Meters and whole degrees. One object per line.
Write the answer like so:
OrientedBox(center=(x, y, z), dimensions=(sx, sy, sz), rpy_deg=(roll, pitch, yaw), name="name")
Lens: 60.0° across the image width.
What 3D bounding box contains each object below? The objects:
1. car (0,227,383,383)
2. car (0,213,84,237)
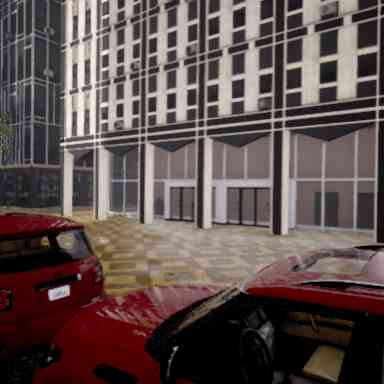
OrientedBox(center=(1.092, 1.314, 2.084), dimensions=(5.009, 1.841, 2.192), rpy_deg=(0, 1, 36), name="car")
OrientedBox(center=(-3.535, 1.277, 5.385), dimensions=(5.009, 1.841, 2.192), rpy_deg=(0, 1, 36), name="car")
